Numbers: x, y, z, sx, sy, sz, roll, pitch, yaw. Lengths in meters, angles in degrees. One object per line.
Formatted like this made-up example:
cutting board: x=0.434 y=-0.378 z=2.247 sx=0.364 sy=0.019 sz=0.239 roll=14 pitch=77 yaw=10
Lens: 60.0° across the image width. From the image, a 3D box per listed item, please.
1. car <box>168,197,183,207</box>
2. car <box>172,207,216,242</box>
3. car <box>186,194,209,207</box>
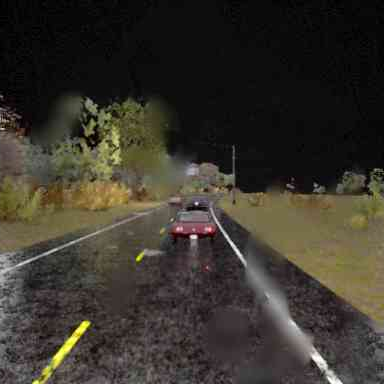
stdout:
car: x=-2.448 y=1.472 z=49.938 sx=1.882 sy=1.535 sz=5.008 roll=0 pitch=0 yaw=4
car: x=0.105 y=1.604 z=16.240 sx=1.895 sy=1.301 sz=4.718 roll=0 pitch=0 yaw=1
car: x=0.526 y=1.229 z=34.574 sx=2.150 sy=2.045 sz=5.566 roll=0 pitch=0 yaw=2
